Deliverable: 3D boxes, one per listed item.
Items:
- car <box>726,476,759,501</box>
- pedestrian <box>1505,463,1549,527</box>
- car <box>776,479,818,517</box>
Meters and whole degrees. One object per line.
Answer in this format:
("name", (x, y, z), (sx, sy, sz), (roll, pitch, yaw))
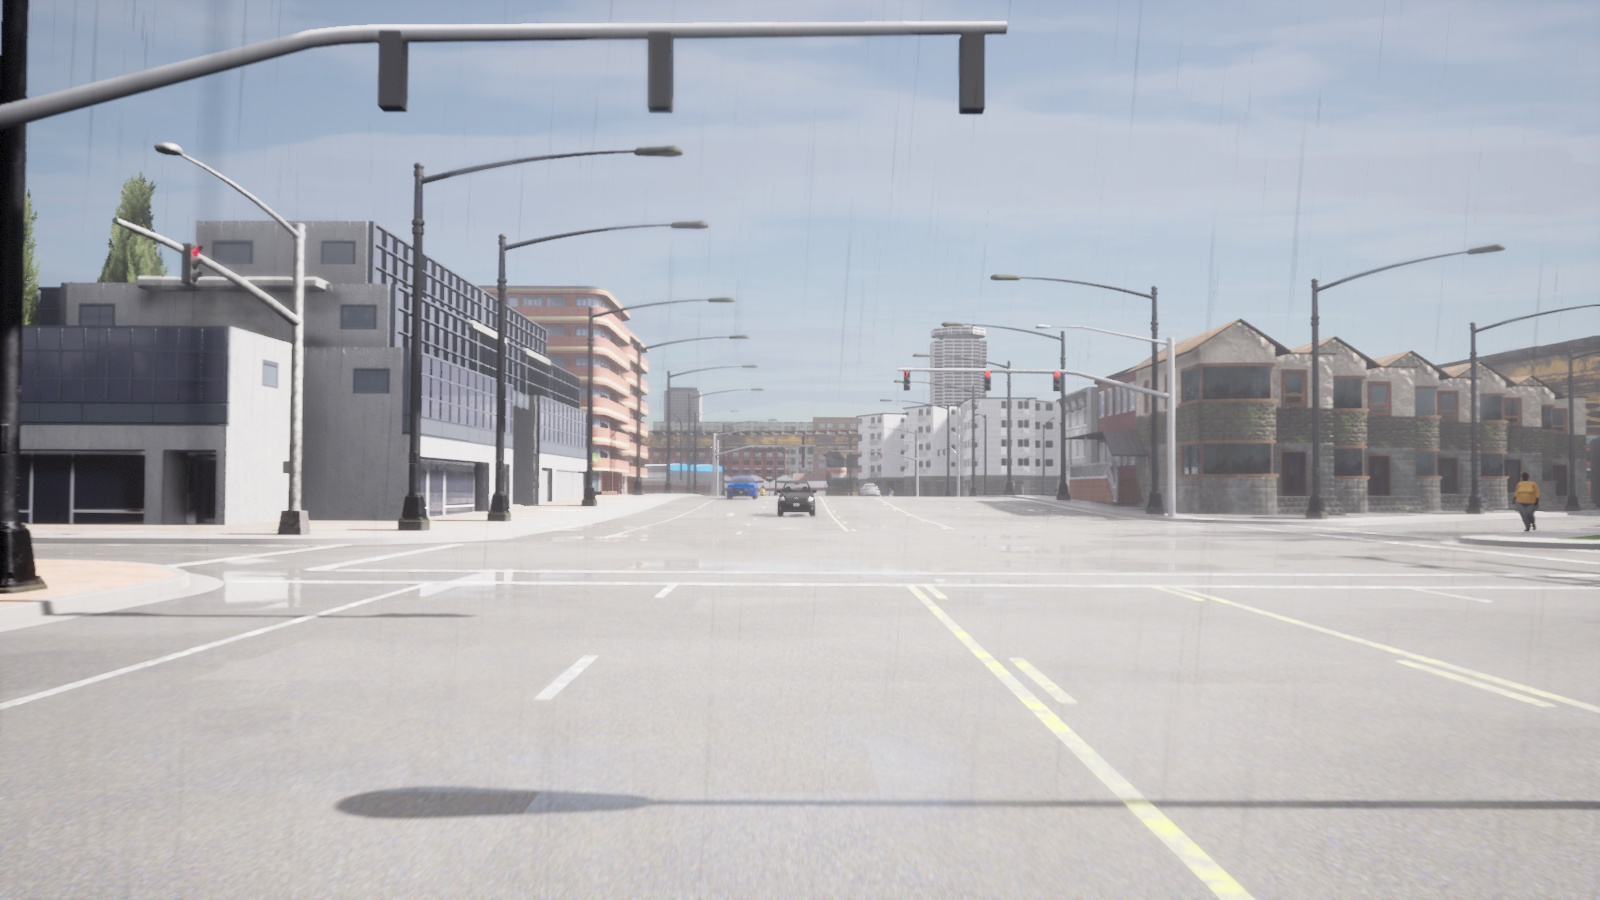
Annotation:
("car", (-3.691, 2.448, 81.343), (1.882, 1.535, 5.008), (0, -1, 0))
("pedestrian", (21.651, 1.336, 37.403), (0.900, 1.855, 0.874), (1, -2, -42))
("car", (-0.134, 2.172, 57.664), (1.851, 1.617, 3.988), (0, -1, 0))
